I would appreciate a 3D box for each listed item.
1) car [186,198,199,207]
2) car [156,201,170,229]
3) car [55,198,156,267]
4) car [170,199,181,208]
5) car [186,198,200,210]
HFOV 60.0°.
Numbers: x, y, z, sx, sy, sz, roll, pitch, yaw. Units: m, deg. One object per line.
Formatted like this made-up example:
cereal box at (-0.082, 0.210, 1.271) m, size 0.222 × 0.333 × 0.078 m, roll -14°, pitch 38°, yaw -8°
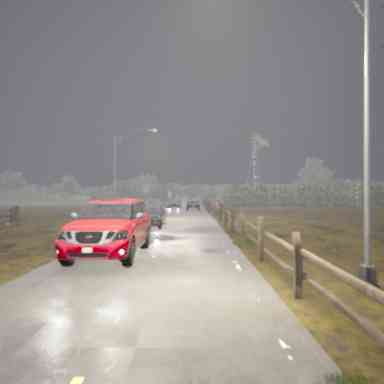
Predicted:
car at (0.102, 1.820, 60.669) m, size 2.128 × 1.511 × 4.902 m, roll 0°, pitch -1°, yaw 0°
car at (-2.765, 1.560, 22.235) m, size 1.837 × 1.490 × 4.892 m, roll 0°, pitch 0°, yaw 1°
car at (-2.823, 1.249, 11.882) m, size 2.150 × 2.045 × 5.566 m, roll 0°, pitch 0°, yaw 1°
car at (-2.674, 1.799, 51.317) m, size 1.994 × 1.385 × 4.181 m, roll 0°, pitch -1°, yaw 0°
car at (0.177, 1.692, 45.654) m, size 1.837 × 1.490 × 4.892 m, roll 0°, pitch -1°, yaw 0°
